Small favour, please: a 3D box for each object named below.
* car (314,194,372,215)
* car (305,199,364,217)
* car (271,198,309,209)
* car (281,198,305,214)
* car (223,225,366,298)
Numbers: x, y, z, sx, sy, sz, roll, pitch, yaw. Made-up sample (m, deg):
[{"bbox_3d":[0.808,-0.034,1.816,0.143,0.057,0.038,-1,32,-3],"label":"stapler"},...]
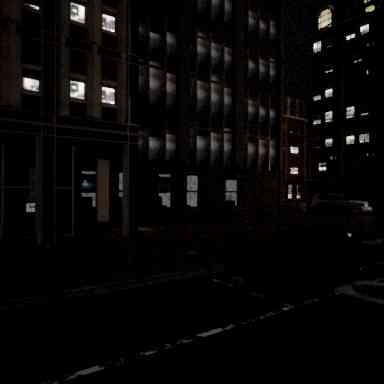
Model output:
[{"bbox_3d":[14.434,1.185,32.451,2.150,2.045,5.566,0,0,-36],"label":"car"},{"bbox_3d":[12.860,1.534,30.204,1.802,1.307,4.206,0,0,-36],"label":"car"},{"bbox_3d":[12.968,1.499,44.430,1.752,1.417,4.829,0,0,-36],"label":"car"},{"bbox_3d":[9.659,1.467,34.667,1.752,1.417,4.829,0,0,-36],"label":"car"},{"bbox_3d":[2.782,1.567,8.542,4.313,1.339,1.947,0,0,-36],"label":"car"}]
